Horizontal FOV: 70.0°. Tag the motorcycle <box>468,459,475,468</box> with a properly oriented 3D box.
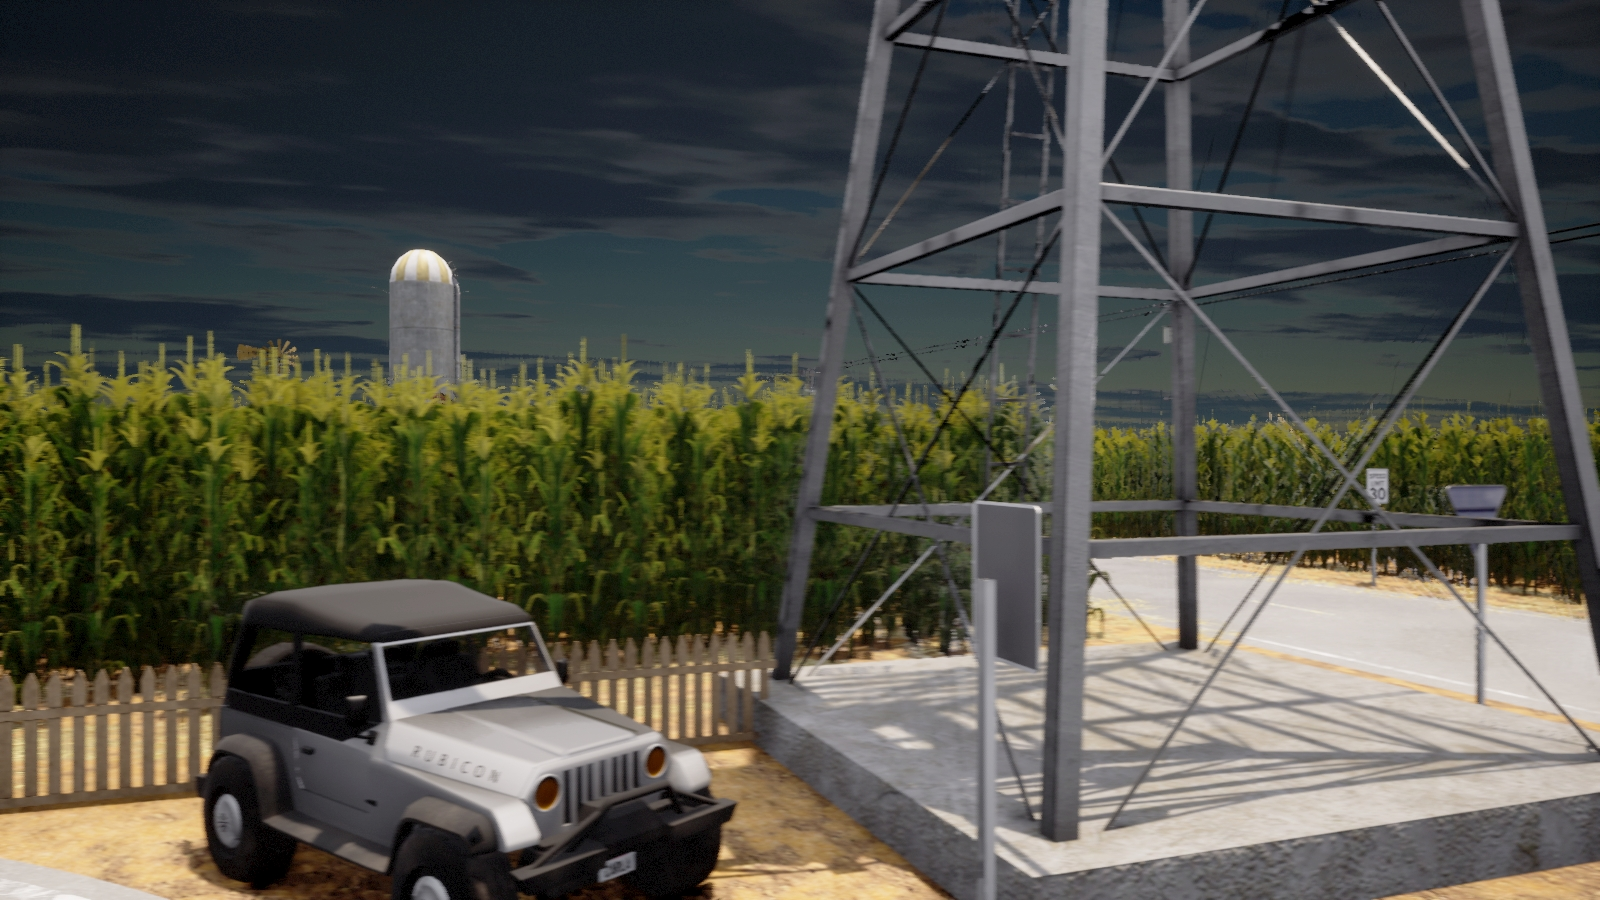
[{"bbox_3d":[-51.503,2.148,179.074,0.764,1.307,2.356,0,0,-20],"label":"motorcycle"}]
